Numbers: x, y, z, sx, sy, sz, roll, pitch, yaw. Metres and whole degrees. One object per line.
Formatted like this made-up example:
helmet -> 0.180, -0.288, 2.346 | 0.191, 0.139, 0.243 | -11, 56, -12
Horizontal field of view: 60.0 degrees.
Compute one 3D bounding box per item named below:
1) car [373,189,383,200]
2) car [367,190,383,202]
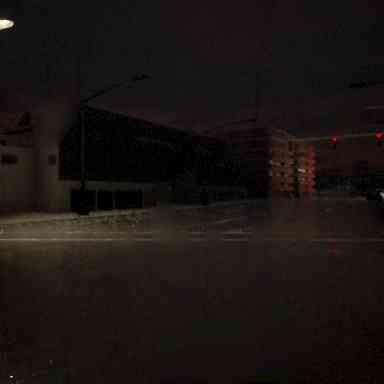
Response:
car -> 36.366, 0.577, 64.068 | 2.150, 2.045, 5.566 | 0, -1, 35
car -> 30.410, 0.788, 55.407 | 1.882, 1.535, 5.008 | 0, 0, 35
